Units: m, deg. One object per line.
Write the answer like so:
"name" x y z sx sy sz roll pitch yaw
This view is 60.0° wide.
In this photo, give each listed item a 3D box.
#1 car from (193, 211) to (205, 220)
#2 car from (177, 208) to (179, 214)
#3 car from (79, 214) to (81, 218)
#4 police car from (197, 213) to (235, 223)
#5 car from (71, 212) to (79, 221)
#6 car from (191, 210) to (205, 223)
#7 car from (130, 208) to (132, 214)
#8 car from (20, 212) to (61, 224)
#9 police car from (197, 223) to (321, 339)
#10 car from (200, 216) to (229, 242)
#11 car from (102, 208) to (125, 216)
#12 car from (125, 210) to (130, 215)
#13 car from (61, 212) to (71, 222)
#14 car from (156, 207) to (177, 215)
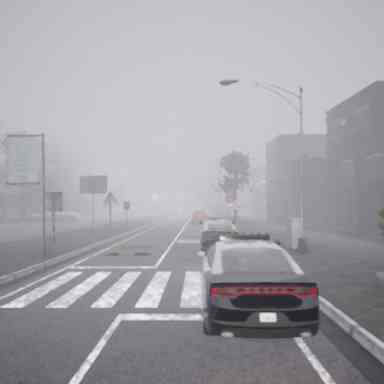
"car" 1.295 4.056 58.857 2.033 1.411 5.357 0 -2 1
"car" -6.932 5.081 88.720 5.566 2.045 2.435 0 -3 1
"car" -20.743 3.968 54.987 4.674 1.452 2.002 0 -2 1
"police car" 1.365 2.147 17.420 1.930 1.638 5.238 0 -3 1
"car" -20.822 3.792 51.844 5.008 1.535 2.097 0 -2 1
"car" 1.021 3.286 45.466 2.097 1.767 4.553 0 -2 2
"car" -19.918 5.599 91.782 4.674 1.452 2.002 0 -3 1
"car" -20.961 3.549 45.301 4.674 1.452 2.002 0 -2 1
"police car" 1.155 1.722 7.421 1.930 1.638 5.238 0 -2 1
"car" 1.494 2.502 23.304 1.812 1.442 4.674 0 -3 1
"car" -20.098 5.162 83.440 5.008 1.535 2.097 0 -3 1
"car" -19.983 5.423 89.002 5.008 1.535 2.097 0 -3 1
"car" -20.885 3.652 48.575 4.892 1.521 2.231 0 -2 1
"car" -6.958 5.201 85.910 4.892 1.521 2.231 0 -3 1
